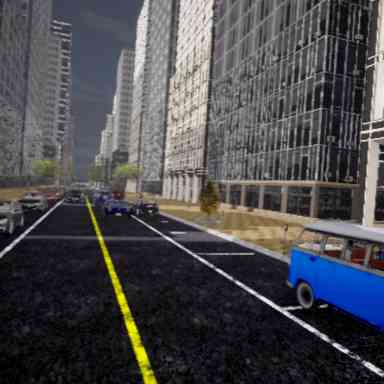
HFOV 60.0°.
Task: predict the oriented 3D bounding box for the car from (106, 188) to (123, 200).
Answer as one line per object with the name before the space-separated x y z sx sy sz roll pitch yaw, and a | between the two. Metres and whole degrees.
car | -12.785 0.293 54.350 2.192 1.841 5.009 3 0 -18

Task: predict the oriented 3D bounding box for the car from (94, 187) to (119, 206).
car | -9.776 0.586 36.954 2.097 1.767 4.553 4 0 -18

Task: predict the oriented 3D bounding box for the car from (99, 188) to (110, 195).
car | -19.953 -0.127 75.921 1.967 1.590 4.097 3 0 -18

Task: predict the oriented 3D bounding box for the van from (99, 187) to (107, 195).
van | -21.737 -0.362 81.312 1.690 1.788 3.998 3 0 -18

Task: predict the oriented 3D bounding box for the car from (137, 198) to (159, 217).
car | -3.846 1.206 27.388 2.008 1.369 4.403 3 0 -18

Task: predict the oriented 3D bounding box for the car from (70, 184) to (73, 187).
car | -27.894 -0.527 73.274 2.008 1.369 4.403 3 0 -18

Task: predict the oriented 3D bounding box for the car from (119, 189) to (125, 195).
car | -10.994 0.429 48.957 2.192 1.841 5.009 3 0 -18

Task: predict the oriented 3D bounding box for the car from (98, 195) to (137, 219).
car | -5.503 1.159 24.066 1.895 1.301 4.718 4 0 -18

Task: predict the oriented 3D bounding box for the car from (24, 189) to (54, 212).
car | -11.781 0.695 24.740 2.008 1.369 4.403 3 0 -18

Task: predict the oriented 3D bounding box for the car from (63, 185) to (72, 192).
car | -31.468 -0.911 84.059 1.967 1.590 4.097 3 0 -18

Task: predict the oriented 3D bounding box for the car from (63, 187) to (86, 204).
car | -13.178 0.514 37.505 1.837 1.490 4.892 4 0 -18

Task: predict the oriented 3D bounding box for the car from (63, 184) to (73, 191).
car | -33.251 -1.172 89.451 2.192 1.841 5.009 3 0 -18

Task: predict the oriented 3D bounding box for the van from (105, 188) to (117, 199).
van | -14.576 0.183 59.742 1.690 1.788 3.998 3 0 -18

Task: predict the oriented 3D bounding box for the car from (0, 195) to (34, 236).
car | -8.201 0.966 13.956 2.008 1.369 4.403 3 0 -18

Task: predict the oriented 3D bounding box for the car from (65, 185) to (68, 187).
car | -20.678 -0.004 51.543 1.752 1.417 4.829 3 0 -18

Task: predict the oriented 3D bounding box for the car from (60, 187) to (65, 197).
car | -17.146 0.178 40.918 1.967 1.590 4.097 3 0 -18

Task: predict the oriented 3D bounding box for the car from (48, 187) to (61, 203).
car | -15.364 0.455 35.526 1.802 1.307 4.206 3 0 -18

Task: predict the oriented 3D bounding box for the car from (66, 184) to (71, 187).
car | -24.315 -0.239 62.489 1.947 1.339 4.313 3 0 -18

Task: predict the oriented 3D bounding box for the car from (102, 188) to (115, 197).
car | -16.372 0.146 65.136 1.967 1.590 4.097 3 0 -18

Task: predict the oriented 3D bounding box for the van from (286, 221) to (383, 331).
van | 3.327 1.538 5.816 1.690 1.788 3.998 3 0 -18
